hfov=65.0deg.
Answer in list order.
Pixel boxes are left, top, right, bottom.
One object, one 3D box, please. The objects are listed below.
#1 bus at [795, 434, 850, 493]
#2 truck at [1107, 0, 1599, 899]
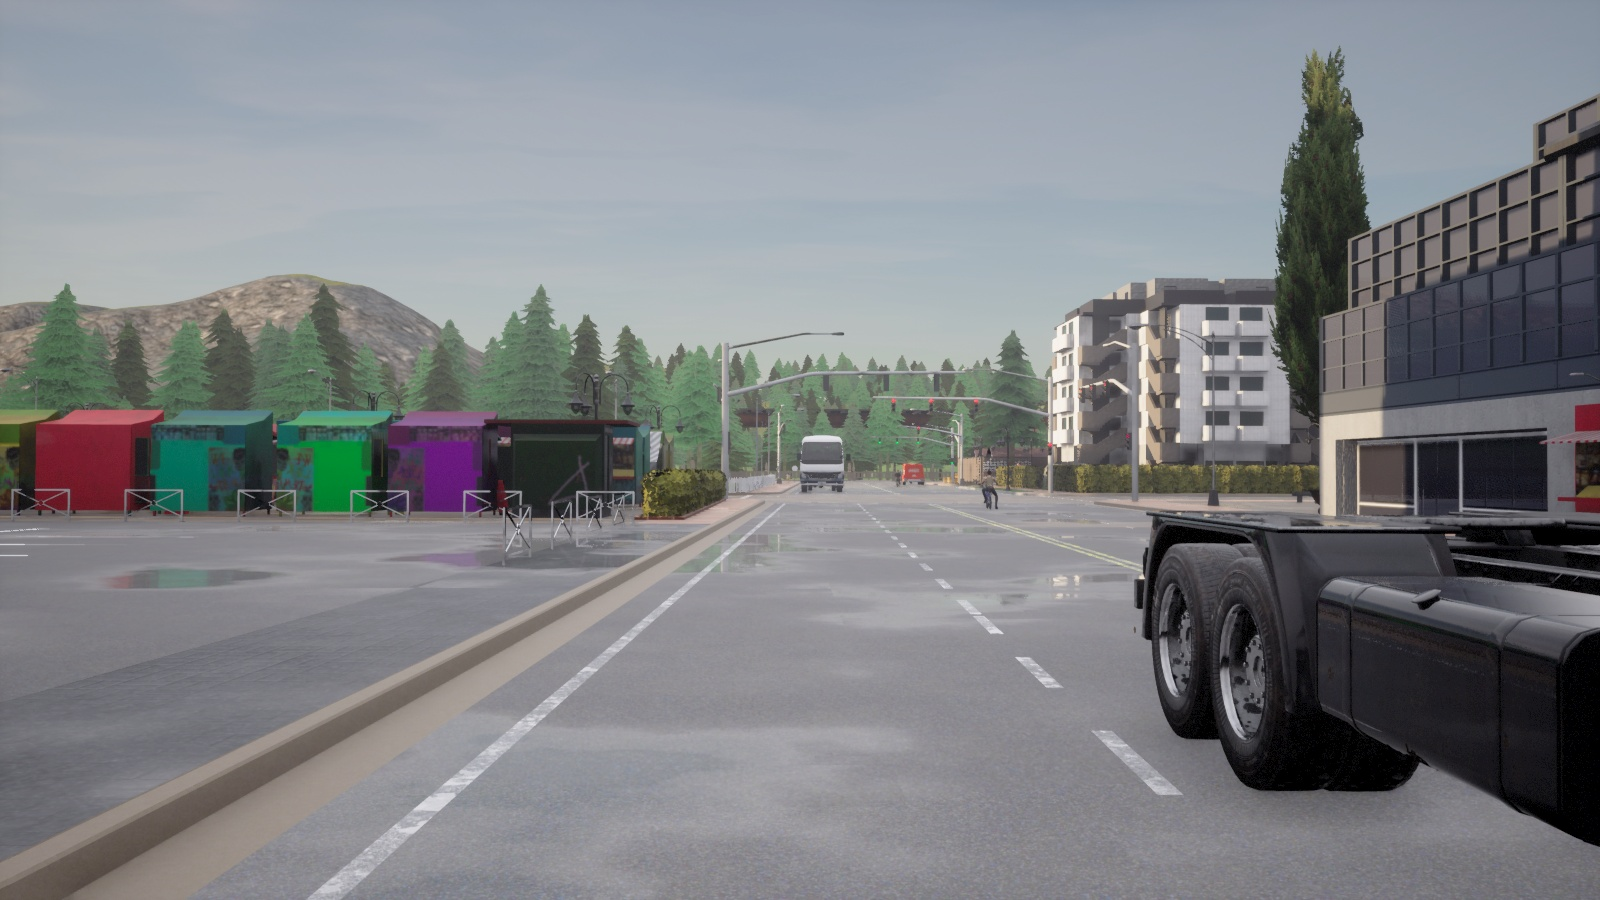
[{"bbox_3d":[1.699,1.041,96.112,3.944,4.253,10.273,0,-1,1],"label":"bus"},{"bbox_3d":[3.537,-0.102,4.747,2.891,3.462,7.936,0,-1,1],"label":"truck"}]
